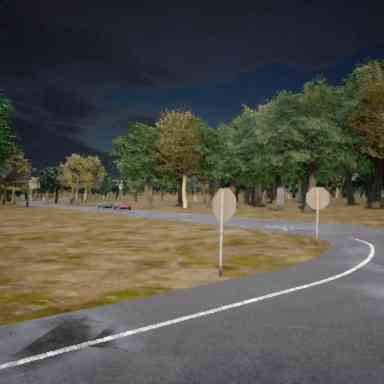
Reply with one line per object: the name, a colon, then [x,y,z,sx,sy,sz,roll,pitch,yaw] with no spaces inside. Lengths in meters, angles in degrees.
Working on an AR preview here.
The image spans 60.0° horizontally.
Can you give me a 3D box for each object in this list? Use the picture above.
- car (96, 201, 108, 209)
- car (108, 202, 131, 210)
car: [-15.771,2.357,60.109,1.994,1.385,4.181,2,-2,-34]
car: [-11.404,2.230,53.760,1.994,1.385,4.181,2,-2,-34]
